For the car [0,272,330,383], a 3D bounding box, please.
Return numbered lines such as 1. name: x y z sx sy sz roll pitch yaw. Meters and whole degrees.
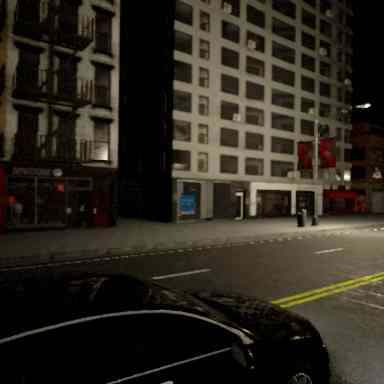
1. car: -0.771 1.516 2.890 4.892 1.490 1.837 1 0 -36
